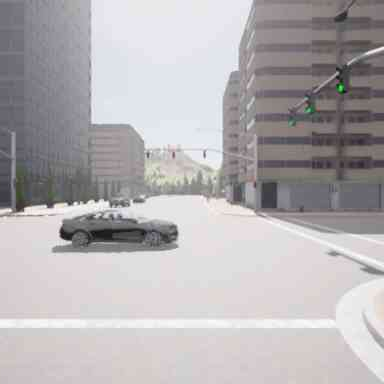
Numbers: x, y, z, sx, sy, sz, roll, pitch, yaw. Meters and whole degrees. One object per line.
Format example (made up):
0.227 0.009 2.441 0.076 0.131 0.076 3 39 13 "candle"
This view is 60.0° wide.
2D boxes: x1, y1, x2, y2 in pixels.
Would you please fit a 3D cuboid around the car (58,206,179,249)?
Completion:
-2.996 1.495 13.924 4.902 1.511 2.128 0 0 0 "car"

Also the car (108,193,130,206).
-10.493 1.223 48.399 2.150 2.045 5.566 0 0 0 "car"

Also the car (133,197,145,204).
-10.392 1.604 65.284 1.895 1.301 4.718 0 0 1 "car"
